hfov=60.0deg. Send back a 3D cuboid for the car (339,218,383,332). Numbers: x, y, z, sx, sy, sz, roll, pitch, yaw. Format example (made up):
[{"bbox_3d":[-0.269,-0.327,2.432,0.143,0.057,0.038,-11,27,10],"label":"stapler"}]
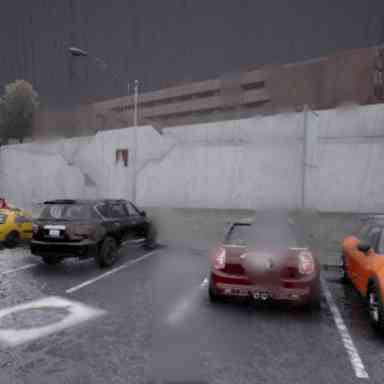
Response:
[{"bbox_3d":[4.299,1.362,6.457,2.185,1.767,4.553,0,-1,15],"label":"car"}]

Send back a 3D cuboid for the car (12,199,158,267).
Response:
[{"bbox_3d":[-3.043,1.250,11.684,2.435,2.045,5.566,0,-1,16],"label":"car"}]

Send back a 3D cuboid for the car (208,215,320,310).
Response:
[{"bbox_3d":[1.831,1.363,8.139,2.185,1.767,4.553,0,-1,15],"label":"car"}]

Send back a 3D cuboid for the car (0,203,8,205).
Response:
[{"bbox_3d":[-10.421,1.532,16.696,1.946,1.575,5.366,0,-1,16],"label":"car"}]

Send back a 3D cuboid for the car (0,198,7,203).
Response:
[{"bbox_3d":[-12.818,1.304,18.594,2.435,2.045,5.566,0,-1,15],"label":"car"}]

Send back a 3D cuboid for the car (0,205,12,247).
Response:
[{"bbox_3d":[-7.885,1.524,15.315,1.946,1.575,5.366,0,-1,15],"label":"car"}]
